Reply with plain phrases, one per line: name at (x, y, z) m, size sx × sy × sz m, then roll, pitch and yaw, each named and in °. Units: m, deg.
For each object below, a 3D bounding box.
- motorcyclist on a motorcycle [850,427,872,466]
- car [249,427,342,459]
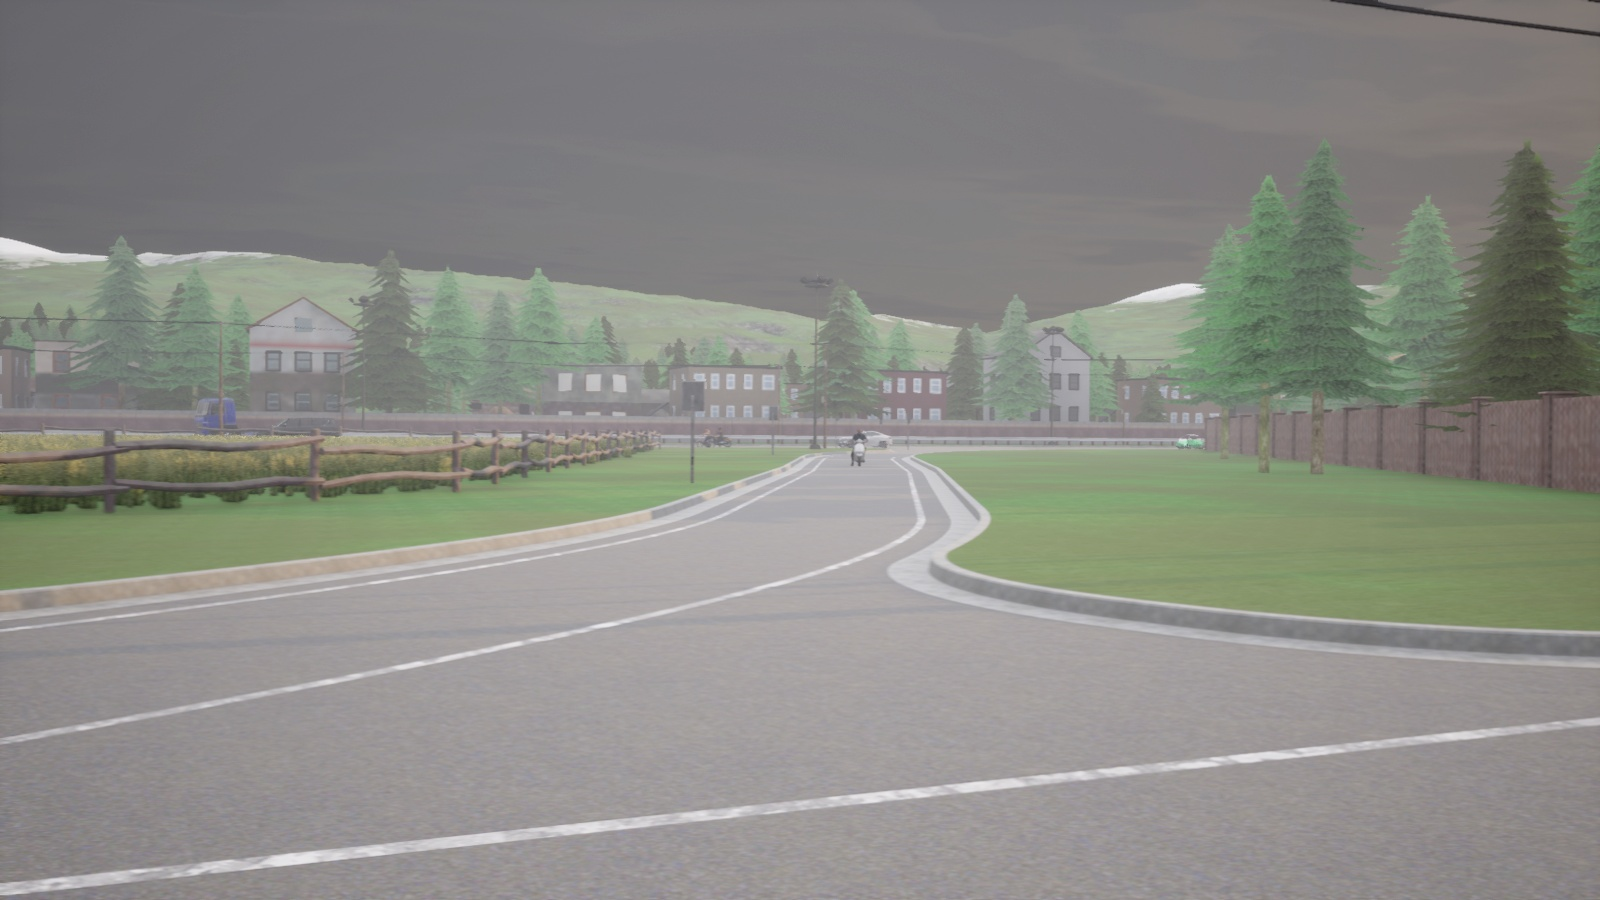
motorcyclist on a motorcycle at (2.545, -0.171, 52.673) m, size 0.866 × 1.590 × 1.817 m, roll -1°, pitch 1°, yaw 2°
car at (-34.284, -0.501, 85.348) m, size 5.566 × 2.045 × 2.150 m, roll -1°, pitch 1°, yaw -30°
